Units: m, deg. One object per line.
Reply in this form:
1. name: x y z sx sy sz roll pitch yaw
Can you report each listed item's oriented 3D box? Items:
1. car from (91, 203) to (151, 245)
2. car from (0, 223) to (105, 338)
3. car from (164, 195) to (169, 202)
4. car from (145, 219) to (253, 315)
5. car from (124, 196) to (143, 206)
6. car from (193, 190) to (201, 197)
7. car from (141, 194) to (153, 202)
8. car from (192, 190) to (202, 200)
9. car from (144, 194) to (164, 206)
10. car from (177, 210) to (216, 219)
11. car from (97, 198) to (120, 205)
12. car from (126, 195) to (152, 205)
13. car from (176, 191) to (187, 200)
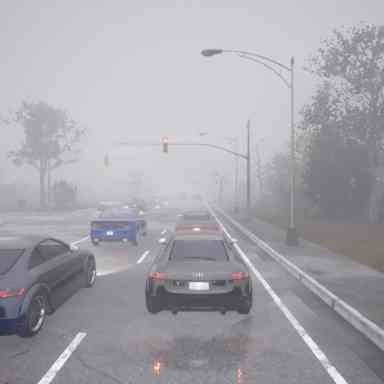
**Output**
1. car: -3.279 1.478 15.620 1.882 1.535 5.008 0 0 -1
2. car: -3.357 1.564 6.633 1.994 1.385 4.181 0 0 0
3. car: -5.987 1.245 70.012 2.033 1.411 5.357 0 2 1
4. car: 0.145 1.564 7.659 1.994 1.385 4.181 0 0 1
5. car: -9.808 1.490 56.015 2.128 1.511 4.902 0 0 1
6. car: 1.249 0.317 84.031 1.837 1.490 4.892 0 3 1
7. car: -9.484 1.196 70.254 1.837 1.490 4.892 0 2 1
8. car: 1.081 0.850 73.994 2.097 1.767 4.553 0 3 1
9. car: -6.327 1.354 54.954 2.097 1.767 4.553 0 0 1
10. car: 0.232 1.564 16.058 1.994 1.385 4.181 0 0 1
11. car: -10.237 1.525 41.241 1.812 1.442 4.674 0 0 5
12. car: -6.576 1.491 40.670 2.128 1.511 4.902 0 0 1
13. car: -2.418 1.045 74.092 1.994 1.385 4.181 0 3 1
